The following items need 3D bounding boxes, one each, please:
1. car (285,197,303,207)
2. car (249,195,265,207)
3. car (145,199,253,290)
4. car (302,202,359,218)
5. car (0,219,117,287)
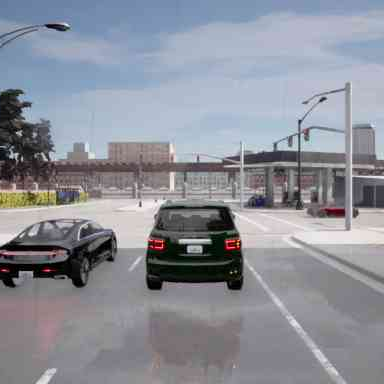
[{"bbox_3d":[15.395,1.456,50.184,1.970,1.475,3.806,0,0,0],"label":"car"},{"bbox_3d":[9.651,1.295,49.415,2.242,1.667,4.611,0,0,0],"label":"car"},{"bbox_3d":[0.073,1.221,9.231,2.150,2.045,5.566,0,0,0],"label":"car"},{"bbox_3d":[12.355,1.564,29.288,4.181,1.385,1.994,0,0,-1],"label":"car"},{"bbox_3d":[-3.431,1.492,9.315,2.128,1.511,4.902,0,0,0],"label":"car"}]
